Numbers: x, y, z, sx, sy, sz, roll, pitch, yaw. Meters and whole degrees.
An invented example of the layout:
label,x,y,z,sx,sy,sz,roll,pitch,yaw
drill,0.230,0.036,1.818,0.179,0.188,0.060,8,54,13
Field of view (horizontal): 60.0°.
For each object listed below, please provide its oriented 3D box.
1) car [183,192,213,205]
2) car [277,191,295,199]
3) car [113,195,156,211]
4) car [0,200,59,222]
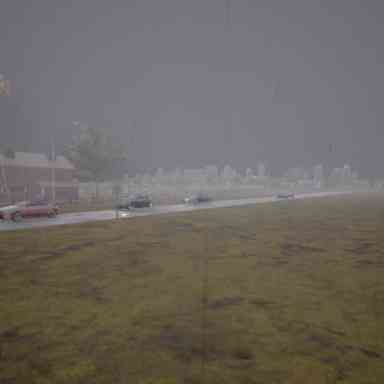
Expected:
label,x,y,z,sx,sy,sz,roll,pitch,yaw
car,0.787,0.804,42.064,2.128,1.511,4.902,1,2,36
car,16.653,0.438,58.956,1.994,1.385,4.181,1,2,36
car,-5.672,1.046,33.171,1.837,1.490,4.892,1,1,36
car,-12.038,1.319,24.428,1.994,1.385,4.181,1,2,36
